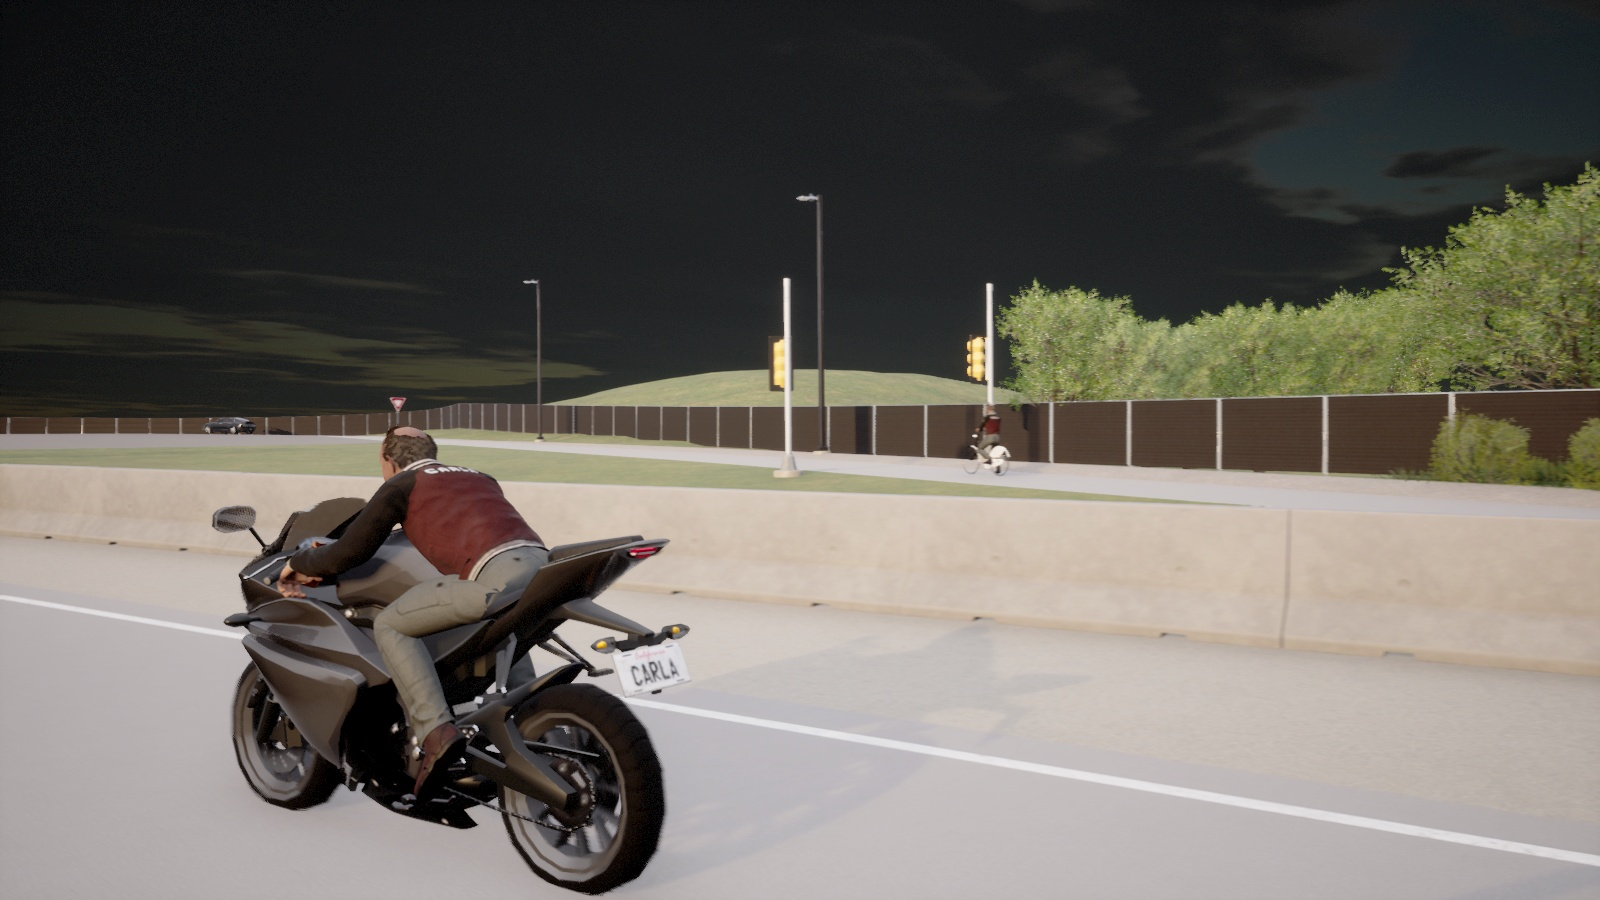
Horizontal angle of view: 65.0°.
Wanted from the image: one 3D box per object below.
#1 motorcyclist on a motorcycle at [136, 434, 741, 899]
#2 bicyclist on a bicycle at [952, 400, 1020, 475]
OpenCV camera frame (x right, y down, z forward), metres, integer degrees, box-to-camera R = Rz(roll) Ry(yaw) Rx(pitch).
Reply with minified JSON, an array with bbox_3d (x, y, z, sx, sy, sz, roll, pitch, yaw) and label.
[{"bbox_3d":[-1.360,0.718,4.528,2.191,1.530,0.866,0,1,34],"label":"motorcyclist on a motorcycle"},{"bbox_3d":[4.562,-0.325,30.882,0.659,1.776,1.843,-2,2,-29],"label":"bicyclist on a bicycle"}]
